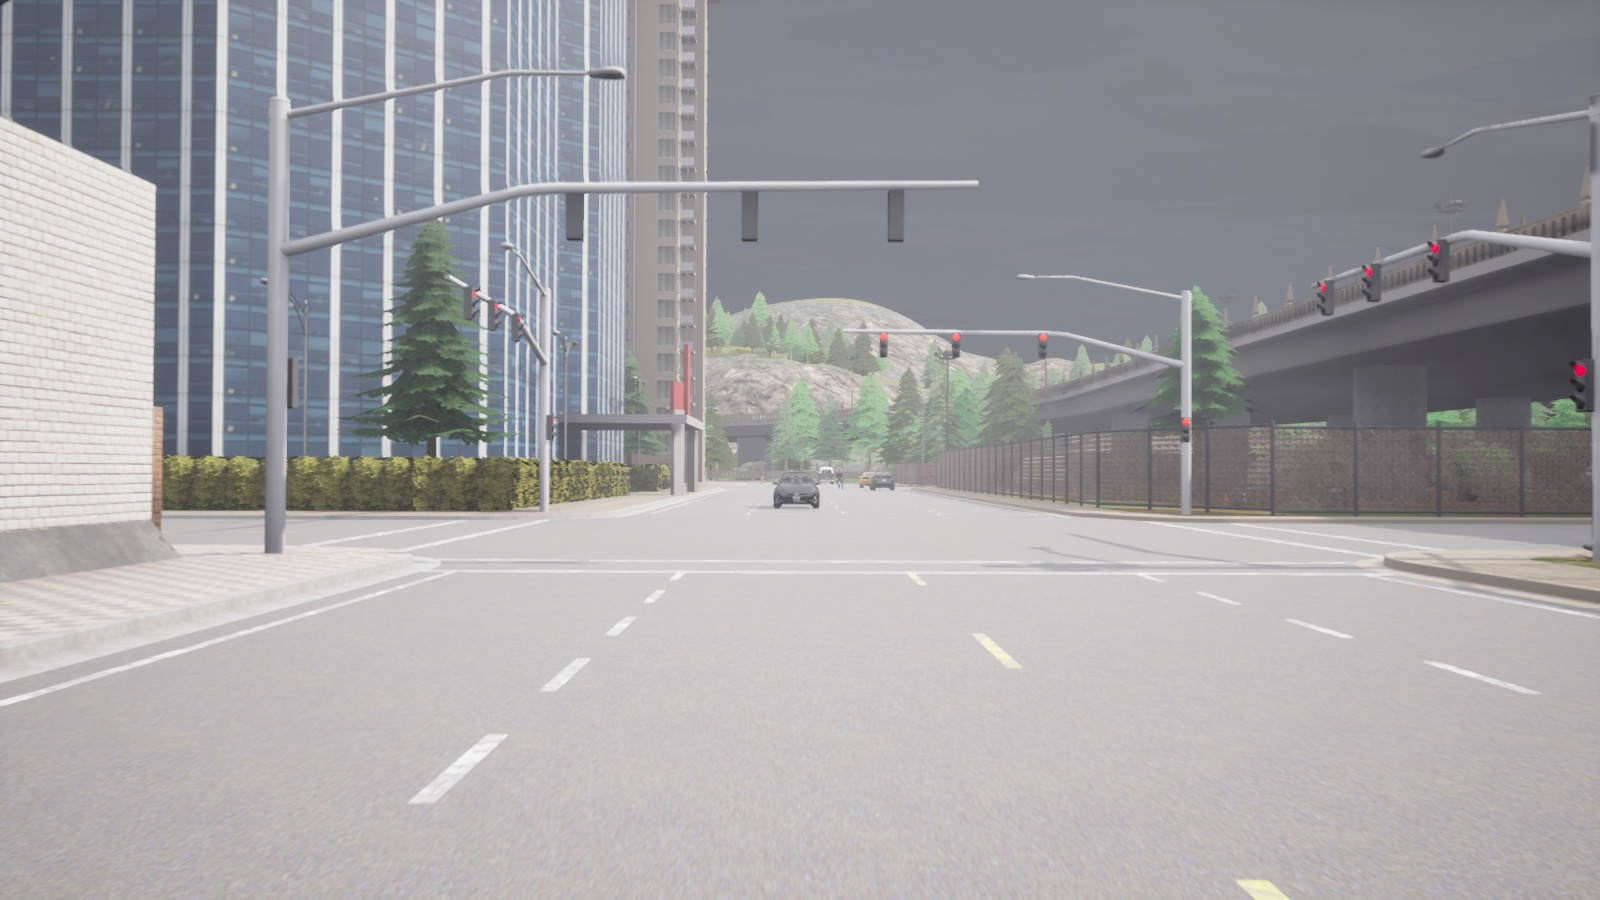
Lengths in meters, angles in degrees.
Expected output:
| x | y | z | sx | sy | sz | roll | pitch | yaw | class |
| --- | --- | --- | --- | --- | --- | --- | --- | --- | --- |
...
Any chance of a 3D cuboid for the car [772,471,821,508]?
| x | y | z | sx | sy | sz | roll | pitch | yaw | class |
| --- | --- | --- | --- | --- | --- | --- | --- | --- | --- |
| -0.132 | 1.662 | 53.763 | 2.007 | 1.525 | 4.514 | 0 | -1 | 0 | car |
